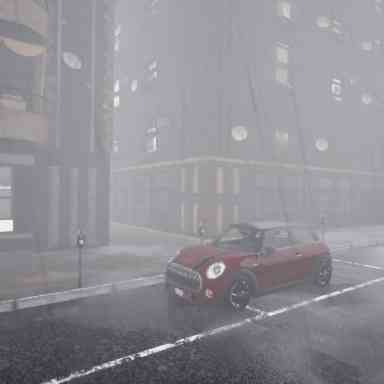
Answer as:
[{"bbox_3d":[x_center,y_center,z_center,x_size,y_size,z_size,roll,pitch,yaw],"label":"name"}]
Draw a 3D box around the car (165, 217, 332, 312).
[{"bbox_3d":[1.373,1.442,7.684,4.097,1.590,1.967,0,1,-36],"label":"car"}]
